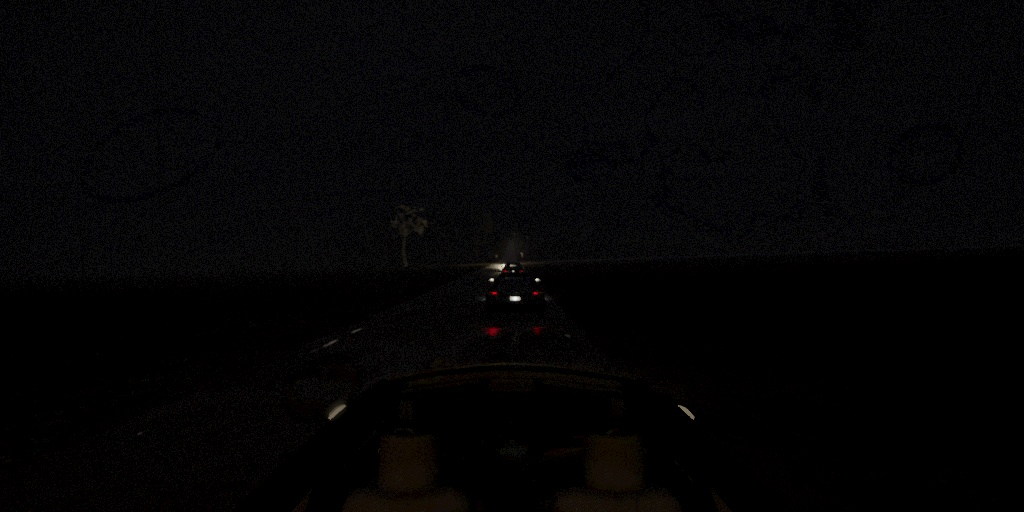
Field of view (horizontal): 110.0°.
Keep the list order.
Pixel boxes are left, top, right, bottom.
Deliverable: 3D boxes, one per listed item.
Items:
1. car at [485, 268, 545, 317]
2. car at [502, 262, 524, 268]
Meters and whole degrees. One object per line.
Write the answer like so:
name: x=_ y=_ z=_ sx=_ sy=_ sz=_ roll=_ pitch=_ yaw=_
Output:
car: x=0.100 y=1.292 z=13.133 sx=1.994 sy=1.385 sz=4.181 roll=0 pitch=0 yaw=0
car: x=0.098 y=1.257 z=31.281 sx=2.033 sy=1.411 sz=5.357 roll=0 pitch=0 yaw=0
